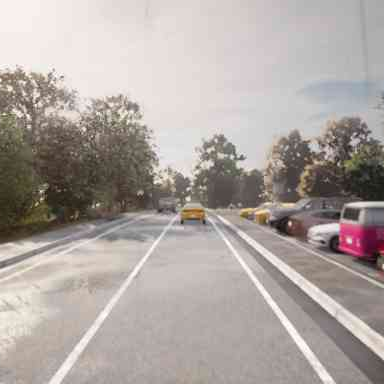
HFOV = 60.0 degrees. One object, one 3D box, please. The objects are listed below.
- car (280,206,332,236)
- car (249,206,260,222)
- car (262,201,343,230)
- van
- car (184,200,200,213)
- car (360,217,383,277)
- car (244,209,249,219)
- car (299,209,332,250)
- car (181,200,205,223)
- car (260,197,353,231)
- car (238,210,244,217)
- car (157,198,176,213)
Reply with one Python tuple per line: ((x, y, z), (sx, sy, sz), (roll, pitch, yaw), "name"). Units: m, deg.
((7.110, 1.585, 16.190), (4.792, 1.488, 2.163), (0, 0, 0), "car")
((7.093, 1.612, 24.515), (5.008, 1.535, 2.097), (0, 0, 0), "car")
((7.115, 1.463, 21.739), (4.553, 1.767, 2.185), (0, 0, 0), "car")
((7.193, 1.298, 10.640), (4.442, 1.987, 1.878), (0, 0, 0), "van")
((0.052, 1.923, 45.386), (2.097, 1.767, 4.553), (0, -2, 1), "car")
((7.080, 1.509, 7.862), (5.008, 1.535, 2.097), (0, 0, 0), "car")
((7.094, 1.644, 27.287), (4.892, 1.521, 2.231), (0, -1, 0), "car")
((7.081, 1.580, 13.415), (4.674, 1.452, 2.002), (0, 0, 0), "car")
((0.095, 1.662, 27.438), (1.882, 1.535, 5.008), (0, -1, 0), "car")
((7.054, 1.320, 18.968), (5.566, 2.045, 2.435), (0, 0, 0), "car")
((6.904, 1.679, 30.056), (5.366, 1.575, 1.946), (0, -1, 0), "car")
((-3.334, 1.762, 44.320), (2.150, 2.045, 5.566), (0, -2, 0), "car")
